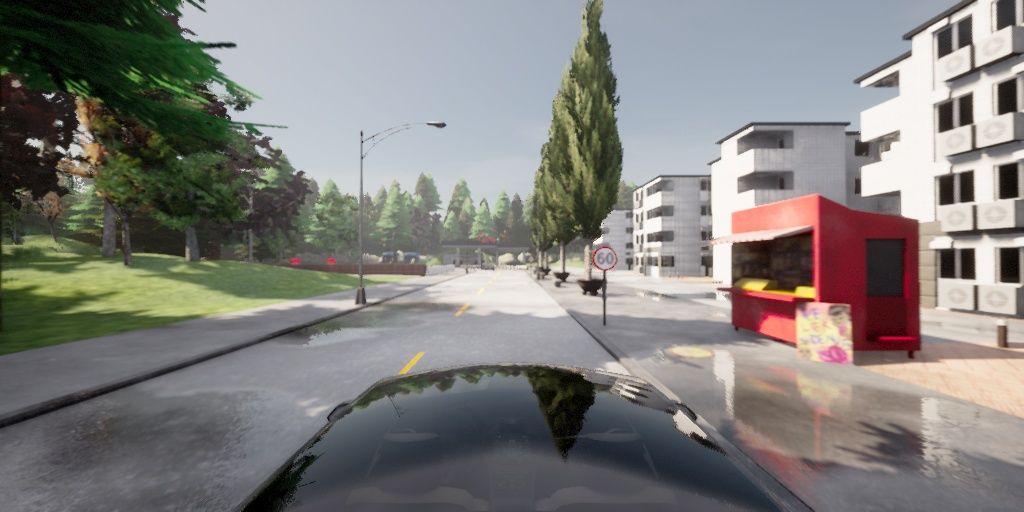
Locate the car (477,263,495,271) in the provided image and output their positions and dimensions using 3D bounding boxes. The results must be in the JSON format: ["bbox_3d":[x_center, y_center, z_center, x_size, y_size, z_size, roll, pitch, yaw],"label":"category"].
[{"bbox_3d":[-4.285,1.912,63.953,2.128,1.511,4.902,0,-1,-15],"label":"car"}]
